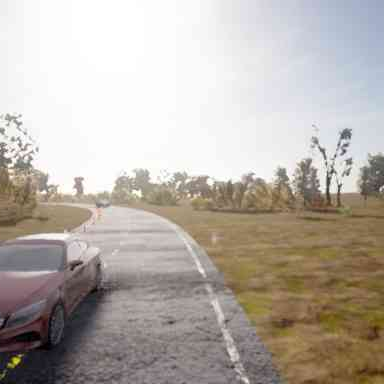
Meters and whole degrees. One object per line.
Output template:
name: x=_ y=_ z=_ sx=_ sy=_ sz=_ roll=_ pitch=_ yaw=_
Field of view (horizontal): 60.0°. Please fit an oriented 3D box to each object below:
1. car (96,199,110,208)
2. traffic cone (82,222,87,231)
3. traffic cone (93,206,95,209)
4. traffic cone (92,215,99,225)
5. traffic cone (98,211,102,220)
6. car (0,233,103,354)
car: x=-15.993 y=2.086 z=59.696 sx=2.128 sy=1.511 sz=4.902 roll=0 pitch=-1 yaw=-25
traffic cone: x=-6.709 y=2.152 z=20.777 sx=0.340 sy=0.580 sz=0.340 roll=0 pitch=-1 yaw=-9
traffic cone: x=-14.105 y=2.433 z=49.241 sx=0.340 sy=0.580 sz=0.340 roll=0 pitch=-1 yaw=-20
traffic cone: x=-7.543 y=2.198 z=25.615 sx=0.340 sy=0.580 sz=0.340 roll=0 pitch=-1 yaw=-11
traffic cone: x=-8.538 y=2.244 z=30.422 sx=0.340 sy=0.580 sz=0.340 roll=0 pitch=-1 yaw=-13
car: x=-2.963 y=1.588 z=6.394 sx=1.812 sy=1.442 sz=4.674 roll=0 pitch=0 yaw=-3
